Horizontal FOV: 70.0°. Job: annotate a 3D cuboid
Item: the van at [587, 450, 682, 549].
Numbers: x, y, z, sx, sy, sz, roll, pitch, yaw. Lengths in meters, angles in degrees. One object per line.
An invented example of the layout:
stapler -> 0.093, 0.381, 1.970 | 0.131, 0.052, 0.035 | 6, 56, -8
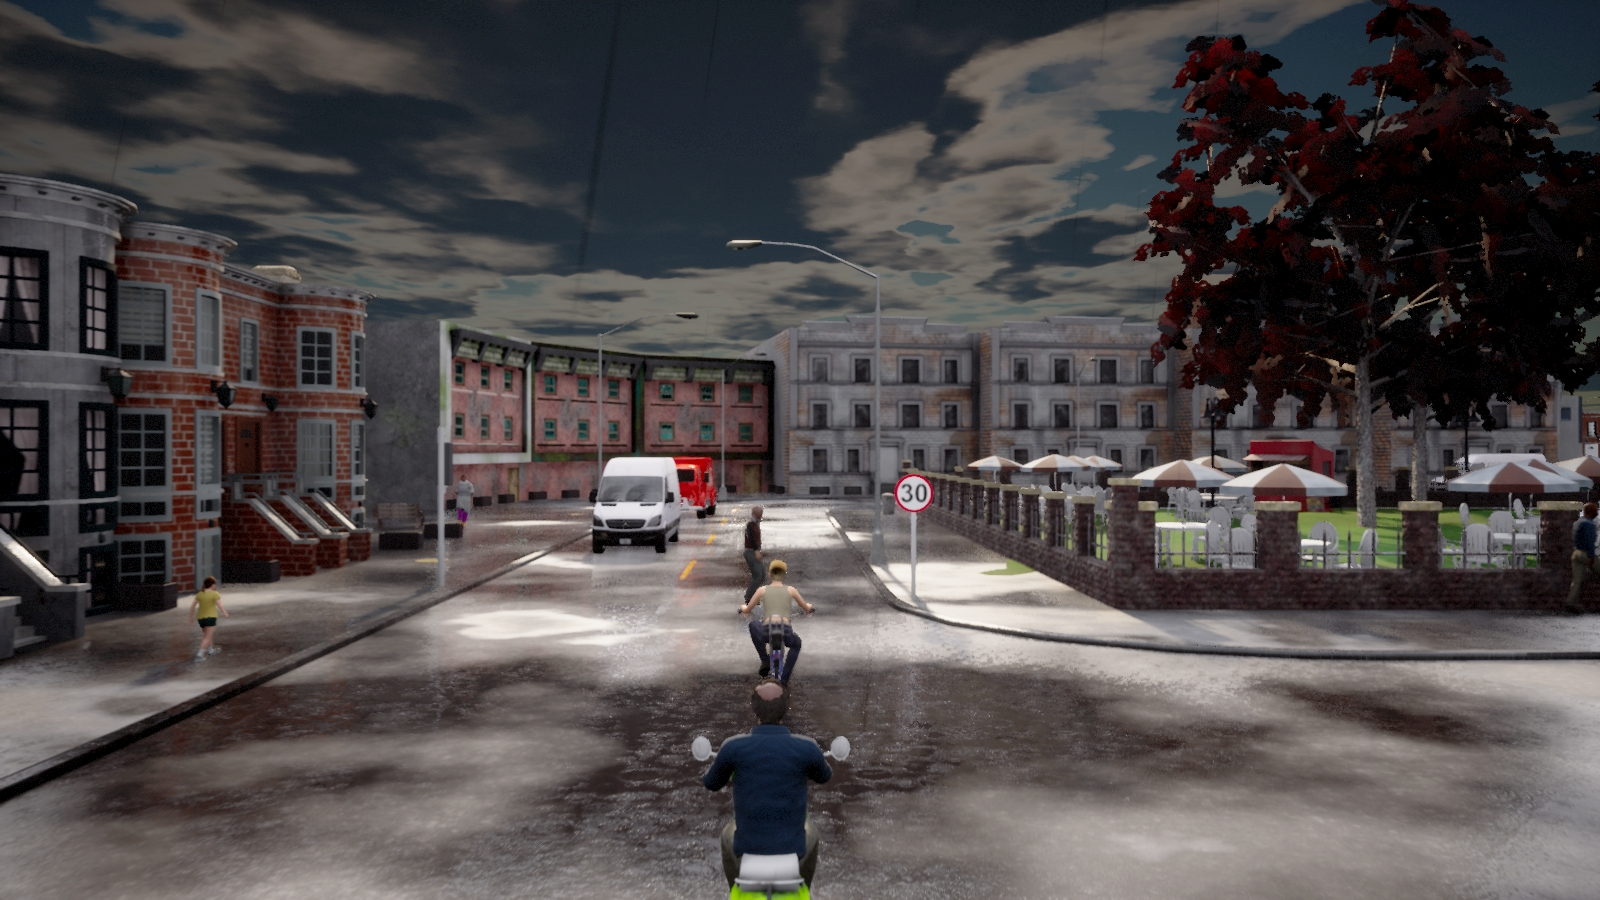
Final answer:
van -> -4.619, 1.283, 32.733 | 1.988, 2.561, 5.915 | 0, 0, -1

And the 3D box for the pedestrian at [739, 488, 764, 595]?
pedestrian -> -0.851, 1.609, 20.203 | 0.375, 1.860, 0.375 | 0, 0, 8

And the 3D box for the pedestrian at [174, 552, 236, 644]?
pedestrian -> -7.630, 1.889, 14.655 | 0.500, 1.100, 0.500 | 0, 0, 10

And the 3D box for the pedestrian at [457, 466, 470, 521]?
pedestrian -> -11.540, 1.495, 39.169 | 0.375, 1.860, 0.375 | 0, 0, -8

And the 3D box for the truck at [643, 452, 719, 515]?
truck -> -4.860, 1.303, 47.382 | 2.627, 2.467, 5.204 | 0, 0, 0

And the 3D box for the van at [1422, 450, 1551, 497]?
van -> 37.728, 1.258, 62.863 | 5.915, 2.561, 1.988 | 0, 0, -1

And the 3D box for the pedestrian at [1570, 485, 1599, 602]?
pedestrian -> 12.723, 1.498, 18.407 | 0.375, 1.860, 0.375 | 0, 0, 1
